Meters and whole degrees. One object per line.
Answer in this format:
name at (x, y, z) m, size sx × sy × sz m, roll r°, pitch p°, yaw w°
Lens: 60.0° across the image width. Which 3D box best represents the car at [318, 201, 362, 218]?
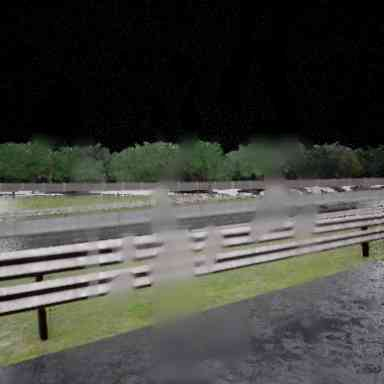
car at (15.061, 1.681, 33.780) m, size 4.892 × 1.490 × 1.837 m, roll -4°, pitch 2°, yaw -25°
